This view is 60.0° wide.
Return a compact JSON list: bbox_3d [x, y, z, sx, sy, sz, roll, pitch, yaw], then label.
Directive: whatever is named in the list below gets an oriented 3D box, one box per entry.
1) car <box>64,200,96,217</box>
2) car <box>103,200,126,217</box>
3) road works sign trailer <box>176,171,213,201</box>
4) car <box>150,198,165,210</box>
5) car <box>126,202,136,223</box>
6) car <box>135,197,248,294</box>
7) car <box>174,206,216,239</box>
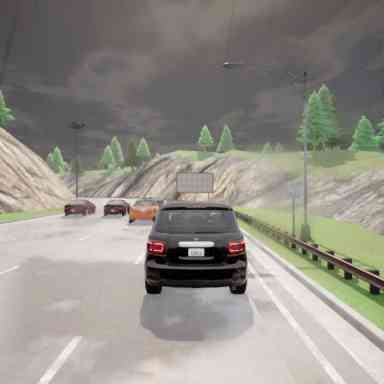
[{"bbox_3d":[-10.594,1.477,31.760,1.882,1.535,5.008,0,0,-2],"label":"car"},{"bbox_3d":[-7.094,1.477,31.821,1.882,1.535,5.008,0,0,-2],"label":"car"},{"bbox_3d":[0.188,0.464,21.612,2.380,3.560,2.880,0,0,0],"label":"road works sign trailer"},{"bbox_3d":[-4.544,1.499,43.462,1.837,1.490,4.892,0,-2,-7],"label":"car"},{"bbox_3d":[-3.446,1.353,25.661,2.097,1.767,4.553,0,0,0],"label":"car"},{"bbox_3d":[0.088,1.221,8.898,2.150,2.045,5.566,0,0,0],"label":"car"},{"bbox_3d":[0.120,1.559,18.115,1.994,1.385,4.181,0,0,-1],"label":"car"}]
